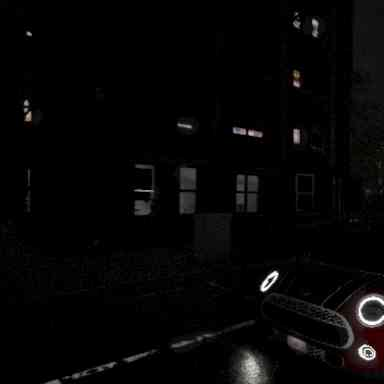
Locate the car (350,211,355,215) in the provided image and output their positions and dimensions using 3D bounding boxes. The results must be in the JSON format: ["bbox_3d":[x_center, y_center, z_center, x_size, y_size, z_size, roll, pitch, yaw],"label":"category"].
[{"bbox_3d":[12.135,1.580,30.832,2.033,1.411,5.357,1,0,-36],"label":"car"}]

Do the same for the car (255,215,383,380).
[{"bbox_3d":[3.203,1.421,5.659,4.553,1.767,2.097,1,0,-35],"label":"car"}]
